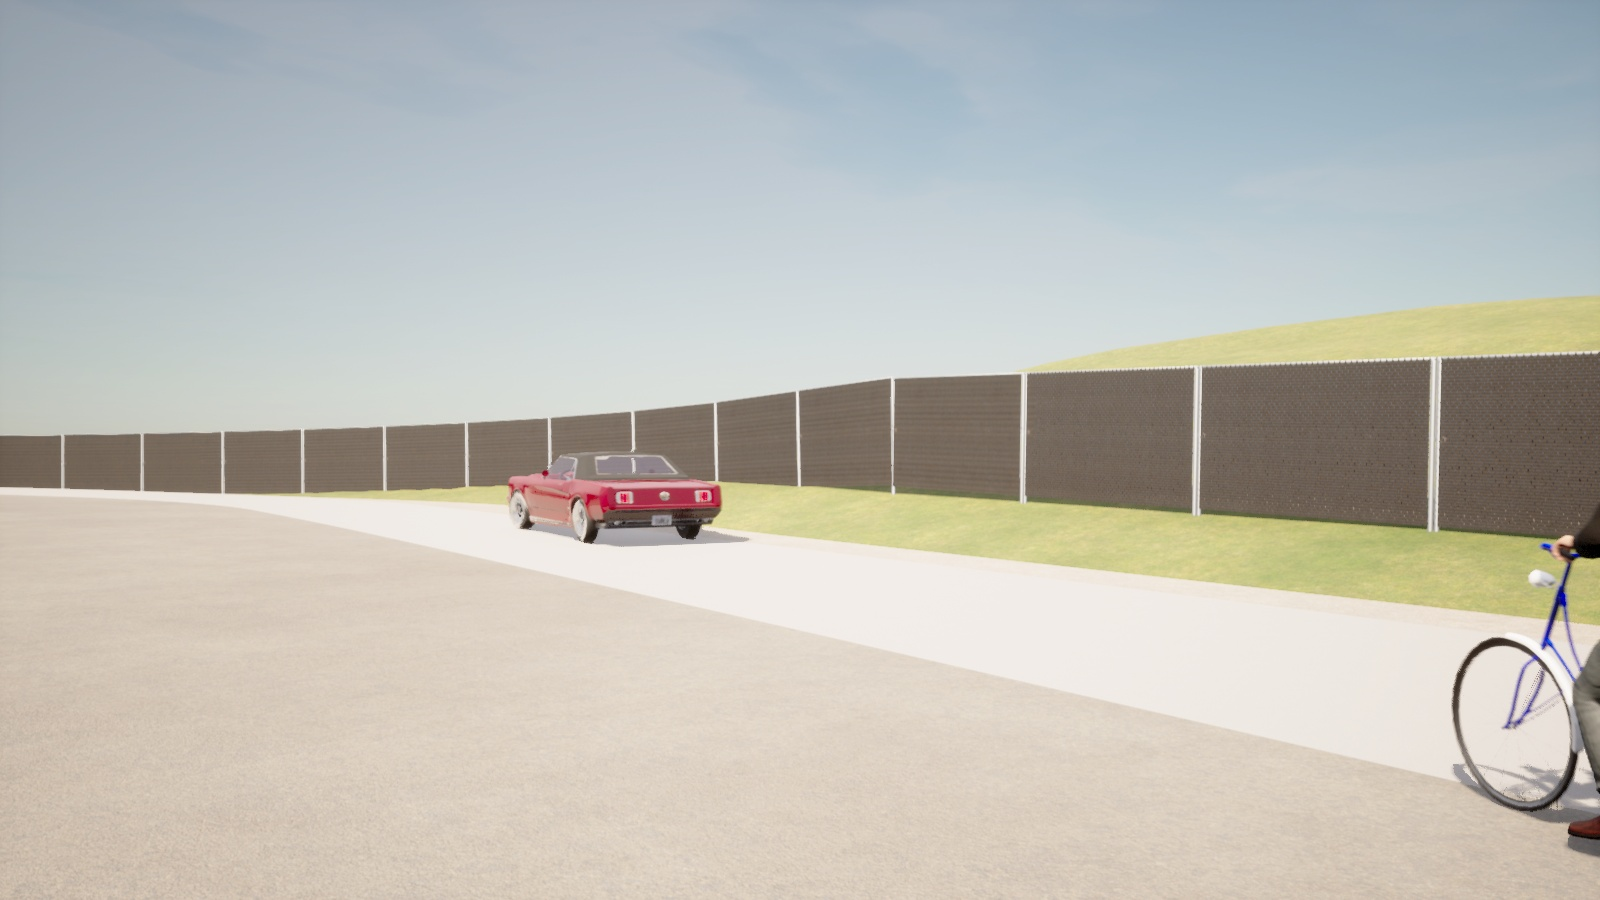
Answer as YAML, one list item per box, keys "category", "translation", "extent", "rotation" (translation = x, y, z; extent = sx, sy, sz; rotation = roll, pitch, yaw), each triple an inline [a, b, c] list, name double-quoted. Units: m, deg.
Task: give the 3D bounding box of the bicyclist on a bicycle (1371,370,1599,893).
- category: "bicyclist on a bicycle"
  translation: [2.991, 0.616, 4.663]
  extent: [0.659, 1.776, 1.843]
  rotation: [1, 0, -9]

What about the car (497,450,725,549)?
- category: "car"
  translation: [-3.098, 0.675, 19.662]
  extent: [1.895, 1.301, 4.718]
  rotation: [0, 1, -31]
